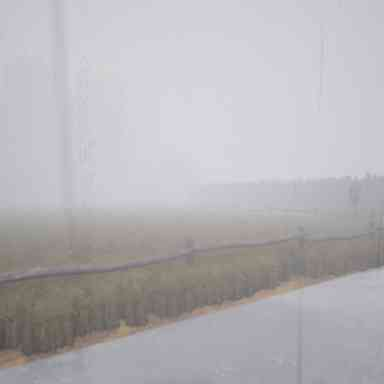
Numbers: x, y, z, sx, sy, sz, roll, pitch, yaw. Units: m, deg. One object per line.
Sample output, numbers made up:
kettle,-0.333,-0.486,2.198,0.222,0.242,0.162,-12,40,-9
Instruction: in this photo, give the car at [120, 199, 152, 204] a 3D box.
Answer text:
car,-9.194,1.789,55.153,5.357,1.411,2.033,0,0,10

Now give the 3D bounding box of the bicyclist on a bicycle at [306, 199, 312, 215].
bicyclist on a bicycle,12.466,1.565,34.778,1.656,1.620,0.582,0,0,-36
